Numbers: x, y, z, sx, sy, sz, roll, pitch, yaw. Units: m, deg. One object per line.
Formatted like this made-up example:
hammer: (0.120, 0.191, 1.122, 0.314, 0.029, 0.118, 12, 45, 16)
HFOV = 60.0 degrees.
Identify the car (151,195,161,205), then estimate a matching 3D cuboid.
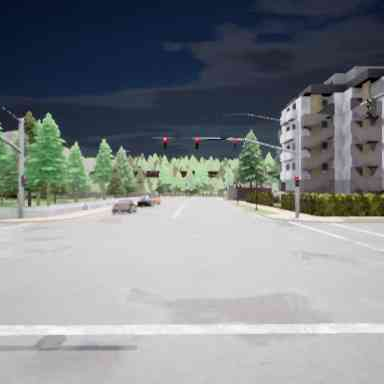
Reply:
car: (-6.653, 1.316, 58.520, 2.097, 1.767, 4.553, 0, 0, 0)

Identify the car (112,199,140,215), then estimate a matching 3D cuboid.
car: (-6.898, 1.505, 34.140, 1.812, 1.442, 4.674, 0, 0, 0)

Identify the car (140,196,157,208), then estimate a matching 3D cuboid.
car: (-6.702, 1.571, 48.312, 1.895, 1.301, 4.718, 0, 0, 0)
